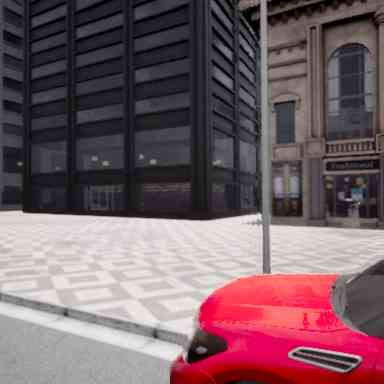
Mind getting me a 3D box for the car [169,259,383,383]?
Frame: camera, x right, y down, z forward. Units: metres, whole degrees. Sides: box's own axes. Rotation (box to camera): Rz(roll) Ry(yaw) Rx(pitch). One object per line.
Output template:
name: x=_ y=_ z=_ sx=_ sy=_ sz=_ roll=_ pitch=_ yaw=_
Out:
car: x=2.548 y=1.263 z=2.389 sx=5.566 sy=2.045 sz=2.150 roll=0 pitch=-1 yaw=28
